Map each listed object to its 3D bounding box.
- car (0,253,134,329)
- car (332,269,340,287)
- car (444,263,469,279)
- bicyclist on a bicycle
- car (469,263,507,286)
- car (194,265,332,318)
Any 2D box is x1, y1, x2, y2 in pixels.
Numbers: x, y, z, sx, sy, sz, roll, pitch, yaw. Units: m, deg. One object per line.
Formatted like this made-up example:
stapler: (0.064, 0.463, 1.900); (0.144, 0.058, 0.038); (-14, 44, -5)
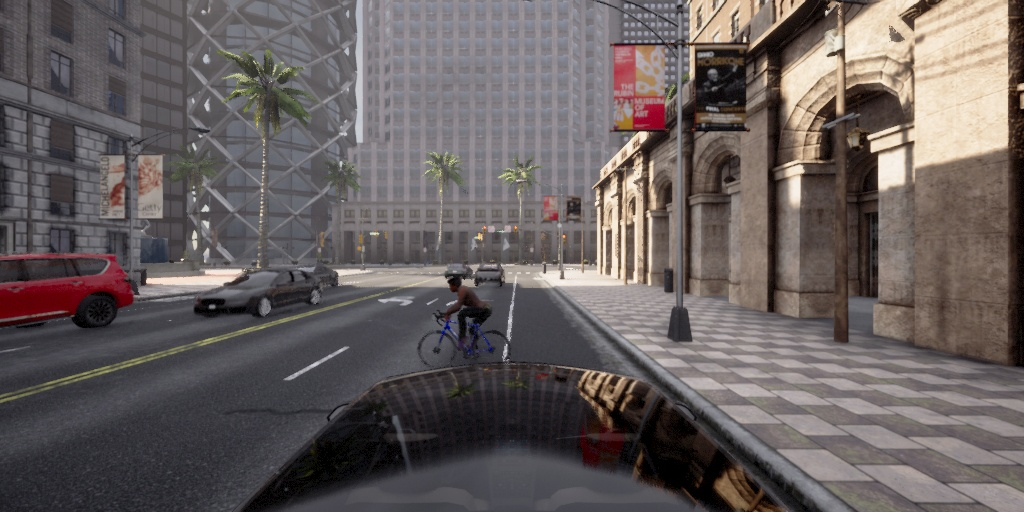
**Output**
car: (-12.426, 0.963, 8.352); (2.150, 2.045, 5.566); (0, 1, 1)
car: (-12.193, 1.274, 21.622); (1.812, 1.442, 4.674); (0, 0, 1)
car: (-4.845, 1.311, 32.707); (1.994, 1.385, 4.181); (0, 0, 1)
bicyclist on a bicycle: (-0.846, 1.197, 6.329); (1.656, 1.620, 0.582); (0, 0, 1)
car: (-1.449, 1.239, 24.870); (2.128, 1.511, 4.902); (0, 0, 1)
car: (-8.849, 1.253, 13.071); (1.837, 1.490, 4.892); (0, 0, 1)
